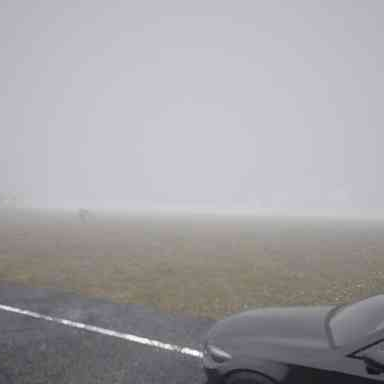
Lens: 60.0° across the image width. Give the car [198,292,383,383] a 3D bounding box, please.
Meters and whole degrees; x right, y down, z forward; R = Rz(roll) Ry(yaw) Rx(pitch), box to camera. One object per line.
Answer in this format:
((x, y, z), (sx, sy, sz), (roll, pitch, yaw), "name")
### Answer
((2.352, 1.720, 3.209), (4.674, 1.442, 1.812), (1, -2, 25), "car")
